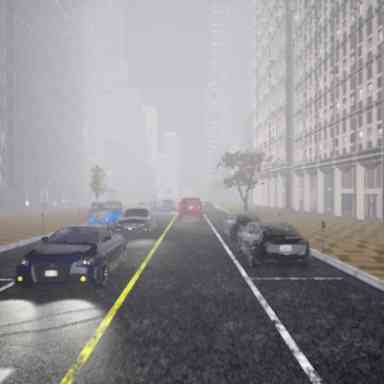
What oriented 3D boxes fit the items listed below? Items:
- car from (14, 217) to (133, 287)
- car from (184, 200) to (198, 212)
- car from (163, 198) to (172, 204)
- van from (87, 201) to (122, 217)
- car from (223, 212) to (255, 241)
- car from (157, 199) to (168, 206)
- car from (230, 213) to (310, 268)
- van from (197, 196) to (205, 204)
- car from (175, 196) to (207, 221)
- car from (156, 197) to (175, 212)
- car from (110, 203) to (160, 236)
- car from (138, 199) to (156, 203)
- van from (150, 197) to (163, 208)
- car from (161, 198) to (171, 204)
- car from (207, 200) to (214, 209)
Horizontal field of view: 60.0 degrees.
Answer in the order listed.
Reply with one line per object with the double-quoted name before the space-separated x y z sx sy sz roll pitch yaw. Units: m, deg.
"car" -3.122 1.636 9.396 1.994 1.385 4.181 0 0 0
"car" -0.155 1.833 45.130 1.837 1.490 4.892 0 0 0
"car" -6.107 2.217 84.536 2.008 1.369 4.403 -1 0 0
"van" -5.803 1.513 22.665 1.690 1.788 3.998 -1 0 0
"car" 2.609 1.676 17.080 1.947 1.339 4.313 -1 0 0
"car" -6.023 2.068 67.661 1.887 1.381 4.507 -1 0 0
"car" 2.637 1.637 11.455 1.947 1.339 4.313 -1 0 0
"van" 2.269 1.986 84.580 1.690 1.788 3.998 -1 0 0
"car" -0.088 1.433 29.987 2.150 2.045 5.566 0 0 0
"car" -3.210 1.684 44.969 2.097 1.767 4.553 0 0 0
"car" -3.171 1.647 19.473 1.837 1.490 4.892 0 0 0
"car" -5.883 1.848 39.537 2.008 1.369 4.403 -1 0 0
"van" -5.971 1.772 56.413 1.690 1.788 3.998 -1 0 0
"car" -6.078 2.169 78.912 2.008 1.369 4.403 -1 0 0
"car" 2.442 1.947 50.829 1.802 1.307 4.206 -1 0 0
